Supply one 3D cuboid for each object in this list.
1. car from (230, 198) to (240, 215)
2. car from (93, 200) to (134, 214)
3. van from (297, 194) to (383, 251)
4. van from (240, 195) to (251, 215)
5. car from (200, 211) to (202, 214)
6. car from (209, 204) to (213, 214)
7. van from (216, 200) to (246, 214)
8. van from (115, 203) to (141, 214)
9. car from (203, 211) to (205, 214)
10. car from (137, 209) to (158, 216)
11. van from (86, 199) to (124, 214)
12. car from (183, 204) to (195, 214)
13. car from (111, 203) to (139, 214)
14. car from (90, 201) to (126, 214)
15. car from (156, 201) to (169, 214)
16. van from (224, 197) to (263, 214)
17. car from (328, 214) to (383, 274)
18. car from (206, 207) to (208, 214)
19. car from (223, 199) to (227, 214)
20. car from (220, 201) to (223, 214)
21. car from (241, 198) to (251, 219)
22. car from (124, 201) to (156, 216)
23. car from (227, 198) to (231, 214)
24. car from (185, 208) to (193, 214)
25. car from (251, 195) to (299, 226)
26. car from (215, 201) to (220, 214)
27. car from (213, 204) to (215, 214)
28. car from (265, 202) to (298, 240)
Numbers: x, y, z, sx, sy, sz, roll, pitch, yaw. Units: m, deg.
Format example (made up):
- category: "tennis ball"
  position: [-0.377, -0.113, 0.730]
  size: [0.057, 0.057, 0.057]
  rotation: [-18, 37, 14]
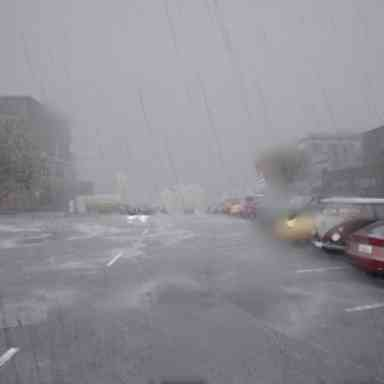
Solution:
- category: "car"
  position: [6.343, 1.508, 29.470]
  size: [4.892, 1.521, 2.231]
  rotation: [1, -2, -20]
- category: "car"
  position: [-11.651, 2.203, 49.212]
  size: [5.566, 2.045, 2.435]
  rotation: [1, -4, -21]
- category: "van"
  position: [6.305, 1.192, 11.840]
  size: [4.442, 1.987, 1.878]
  rotation: [1, 1, -20]
- category: "van"
  position: [6.465, 1.223, 26.592]
  size: [4.442, 1.987, 1.878]
  rotation: [1, -2, -20]
- category: "car"
  position: [5.430, 5.291, 87.970]
  size: [4.553, 1.767, 2.185]
  rotation: [3, -6, -21]
- category: "car"
  position: [6.065, 2.856, 55.801]
  size: [5.008, 1.535, 2.097]
  rotation: [2, -4, -21]
- category: "van"
  position: [6.209, 2.439, 52.931]
  size: [4.442, 1.987, 1.878]
  rotation: [2, -4, -21]
- category: "van"
  position: [-11.732, 3.047, 61.184]
  size: [4.442, 1.987, 1.878]
  rotation: [1, -5, -21]
- category: "car"
  position: [5.851, 3.683, 70.464]
  size: [5.566, 2.045, 2.435]
  rotation: [3, -5, -21]
- category: "car"
  position: [-12.525, 5.776, 93.935]
  size: [5.566, 2.045, 2.435]
  rotation: [1, -5, -21]
- category: "van"
  position: [-11.489, 1.859, 43.260]
  size: [4.442, 1.987, 1.878]
  rotation: [1, -3, -21]
- category: "car"
  position: [-0.599, 3.691, 70.591]
  size: [2.150, 2.045, 5.566]
  rotation: [0, -5, -1]
- category: "car"
  position: [-11.762, 2.932, 58.152]
  size: [4.553, 1.767, 2.185]
  rotation: [1, -4, -21]
- category: "car"
  position: [-11.665, 2.137, 46.189]
  size: [4.553, 1.767, 2.185]
  rotation: [0, -4, -21]
- category: "car"
  position: [-5.404, 2.537, 54.667]
  size: [2.150, 2.045, 5.566]
  rotation: [0, -4, 0]
- category: "van"
  position: [6.350, 1.724, 41.221]
  size: [4.442, 1.987, 1.878]
  rotation: [2, -3, -21]
- category: "car"
  position: [6.441, 1.465, 8.964]
  size: [4.792, 1.488, 2.163]
  rotation: [1, 0, -20]
- category: "car"
  position: [5.918, 3.485, 64.577]
  size: [4.892, 1.521, 2.231]
  rotation: [2, -5, -21]
- category: "car"
  position: [6.298, 1.686, 35.316]
  size: [4.892, 1.521, 2.231]
  rotation: [2, -3, -20]
- category: "car"
  position: [6.273, 1.805, 38.241]
  size: [5.008, 1.535, 2.097]
  rotation: [2, -3, -21]
- category: "car"
  position: [6.362, 1.407, 23.625]
  size: [4.892, 1.521, 2.231]
  rotation: [1, -1, -20]
- category: "car"
  position: [-5.414, 1.759, 34.967]
  size: [1.994, 1.385, 4.181]
  rotation: [0, -2, 2]
- category: "car"
  position: [6.487, 1.587, 32.464]
  size: [5.366, 1.575, 1.946]
  rotation: [1, -2, -20]
- category: "car"
  position: [-0.804, 4.668, 80.989]
  size: [1.837, 1.490, 4.892]
  rotation: [0, -5, -1]
- category: "car"
  position: [6.374, 1.137, 17.746]
  size: [5.566, 2.045, 2.435]
  rotation: [1, 0, -20]
- category: "car"
  position: [6.177, 2.322, 47.009]
  size: [4.674, 1.452, 2.002]
  rotation: [2, -4, -21]
- category: "car"
  position: [6.141, 2.508, 49.942]
  size: [4.674, 1.452, 2.002]
  rotation: [2, -4, -21]
- category: "car"
  position: [6.231, 1.397, 14.756]
  size: [5.366, 1.575, 1.946]
  rotation: [1, 0, -20]
